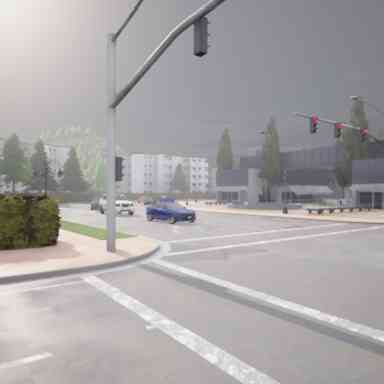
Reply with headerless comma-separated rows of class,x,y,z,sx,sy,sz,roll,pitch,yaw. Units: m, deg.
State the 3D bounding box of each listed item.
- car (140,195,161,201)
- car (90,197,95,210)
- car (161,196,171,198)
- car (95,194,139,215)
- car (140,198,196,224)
car,-7.245,1.596,58.674,2.033,1.411,5.357,0,0,2
car,-11.969,1.378,42.888,2.097,1.767,4.553,0,0,-17
car,-5.307,1.539,69.549,1.882,1.535,5.008,0,0,20
car,-7.662,1.244,33.498,2.150,2.045,5.566,0,0,-32
car,-1.667,1.500,25.064,1.882,1.535,5.008,0,0,-37
